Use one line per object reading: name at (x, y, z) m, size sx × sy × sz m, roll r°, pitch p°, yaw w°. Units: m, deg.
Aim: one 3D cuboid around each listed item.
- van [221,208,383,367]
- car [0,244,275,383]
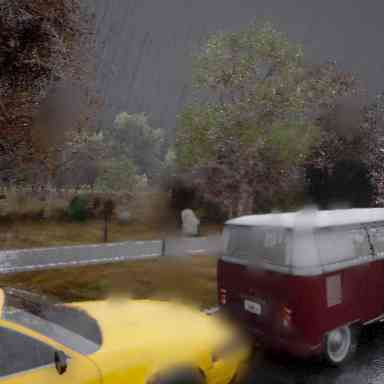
van at (2.594, 1.311, 5.811) m, size 4.442 × 1.987 × 1.878 m, roll 0°, pitch -2°, yaw -35°
car at (-1.965, 1.465, 2.698) m, size 5.366 × 1.575 × 1.946 m, roll 0°, pitch -2°, yaw -34°
